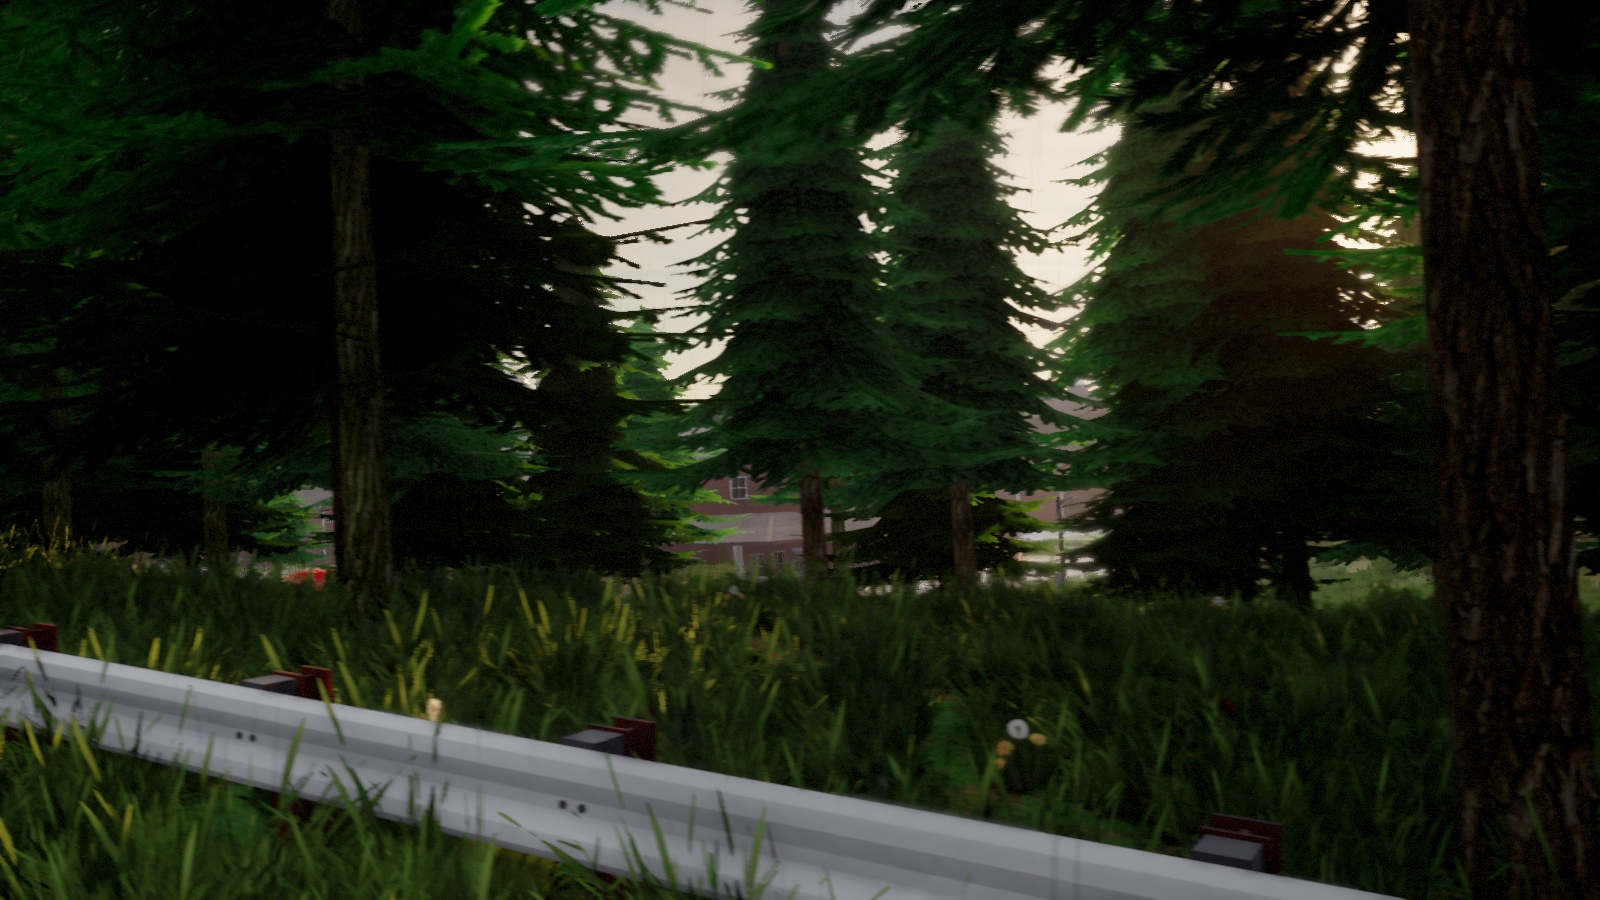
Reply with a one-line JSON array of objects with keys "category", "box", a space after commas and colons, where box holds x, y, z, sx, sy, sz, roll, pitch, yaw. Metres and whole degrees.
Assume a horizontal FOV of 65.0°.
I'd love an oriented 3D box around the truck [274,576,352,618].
[{"category": "truck", "box": [-32.787, 9.880, 84.481, 5.204, 2.467, 2.627, -6, -2, 40]}]
